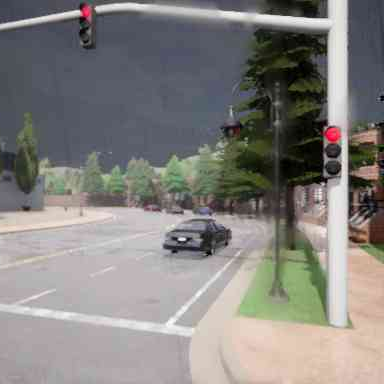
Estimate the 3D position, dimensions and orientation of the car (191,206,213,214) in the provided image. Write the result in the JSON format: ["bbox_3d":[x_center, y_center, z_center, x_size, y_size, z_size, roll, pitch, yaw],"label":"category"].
[{"bbox_3d":[1.484,2.756,49.631,2.033,1.411,5.357,1,-1,-18],"label":"car"}]

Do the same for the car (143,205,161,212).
[{"bbox_3d":[-7.221,2.978,60.024,1.895,1.301,4.718,1,-2,-34],"label":"car"}]

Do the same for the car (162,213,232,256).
[{"bbox_3d":[0.411,1.920,15.080,2.033,1.411,5.357,0,-1,19],"label":"car"}]

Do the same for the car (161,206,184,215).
[{"bbox_3d":[-2.754,2.767,51.017,1.994,1.385,4.181,1,-1,-21],"label":"car"}]

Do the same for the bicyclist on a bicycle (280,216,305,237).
[{"bbox_3d":[5.858,1.837,19.750,1.656,1.620,0.582,0,-1,16],"label":"bicyclist on a bicycle"}]
